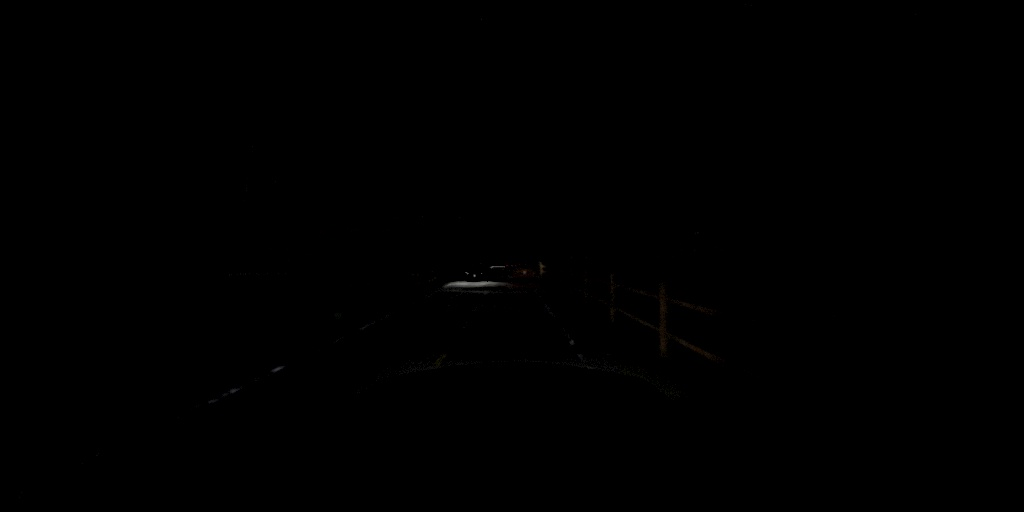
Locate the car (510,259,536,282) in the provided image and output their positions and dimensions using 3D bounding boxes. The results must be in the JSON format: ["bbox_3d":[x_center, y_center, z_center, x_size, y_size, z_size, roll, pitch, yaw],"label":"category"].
[{"bbox_3d":[0.956,1.196,29.038,1.801,1.575,5.366,0,0,0],"label":"car"}]

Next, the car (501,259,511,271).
[{"bbox_3d":[-0.001,1.290,48.612,2.033,1.411,5.357,0,0,0],"label":"car"}]

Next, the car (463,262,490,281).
[{"bbox_3d":[-2.852,1.244,29.693,1.837,1.490,4.892,0,0,0],"label":"car"}]
